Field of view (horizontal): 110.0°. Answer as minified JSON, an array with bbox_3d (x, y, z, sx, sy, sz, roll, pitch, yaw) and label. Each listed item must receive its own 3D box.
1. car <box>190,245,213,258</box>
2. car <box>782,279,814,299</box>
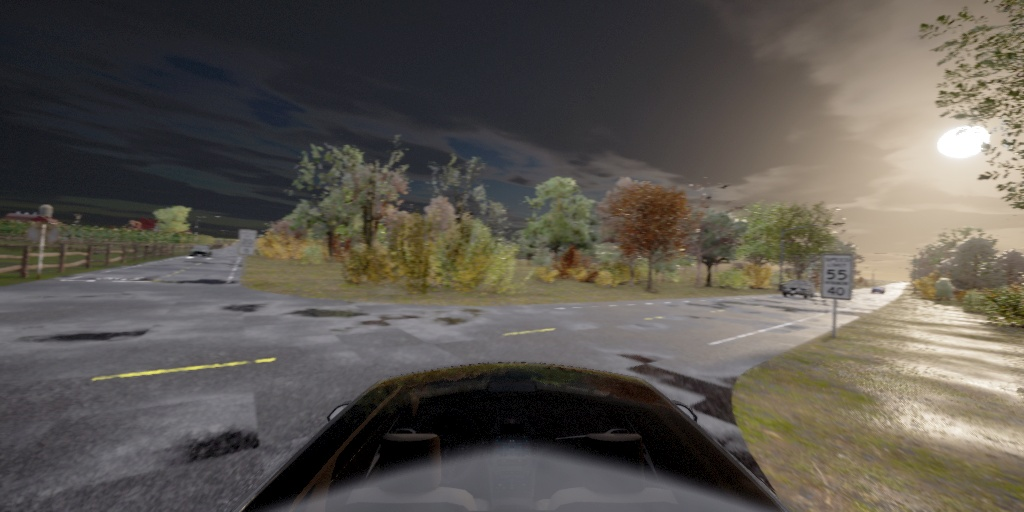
[{"bbox_3d":[-41.643,-0.735,48.168,2.097,1.767,4.553,5,-1,-37],"label":"car"},{"bbox_3d":[32.827,3.742,41.031,5.566,2.045,2.150,4,-1,-41],"label":"car"}]
